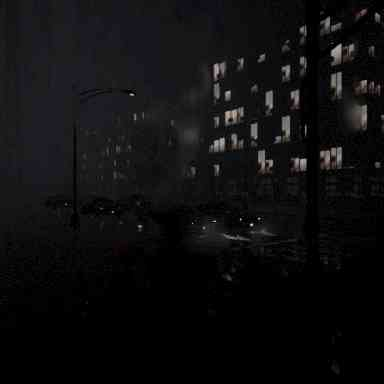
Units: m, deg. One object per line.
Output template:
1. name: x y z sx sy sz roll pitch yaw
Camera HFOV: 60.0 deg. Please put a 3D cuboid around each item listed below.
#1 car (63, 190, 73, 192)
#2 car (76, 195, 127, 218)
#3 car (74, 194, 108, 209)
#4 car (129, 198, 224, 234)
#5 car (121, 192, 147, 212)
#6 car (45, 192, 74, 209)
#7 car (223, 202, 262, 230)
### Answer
1. car: -23.337 0.360 62.251 1.812 1.442 4.674 0 1 -38
2. car: -7.015 1.092 25.312 1.812 1.442 4.674 0 1 -38
3. car: -10.780 0.976 35.378 1.895 1.301 4.718 0 1 -38
4. car: -1.003 1.292 17.685 2.033 1.411 5.357 0 1 -38
5. car: -4.585 0.911 27.486 2.097 1.767 4.553 0 1 -38
6. car: -13.213 0.947 33.213 1.994 1.385 4.181 0 1 -38
7. car: 1.603 1.289 19.683 2.033 1.411 5.357 0 1 -36
